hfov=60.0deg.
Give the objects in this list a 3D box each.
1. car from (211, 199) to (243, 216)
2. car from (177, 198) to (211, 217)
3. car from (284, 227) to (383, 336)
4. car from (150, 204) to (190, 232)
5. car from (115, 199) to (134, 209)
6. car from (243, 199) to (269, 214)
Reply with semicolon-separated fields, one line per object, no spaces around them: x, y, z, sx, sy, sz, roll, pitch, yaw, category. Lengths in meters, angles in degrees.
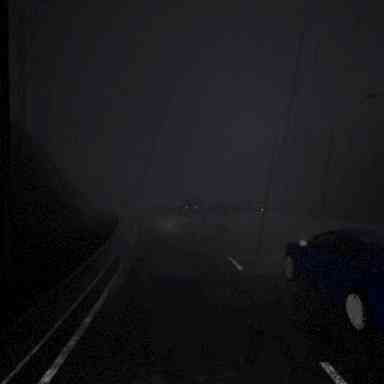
2.946;1.467;32.749;1.882;1.535;5.008;0;0;-14;car
-0.182;1.374;30.712;2.097;1.767;4.553;-1;0;-14;car
3.415;1.445;6.698;1.882;1.535;5.008;0;0;-3;car
-1.582;1.632;20.589;1.895;1.301;4.718;-1;0;-10;car
-9.732;1.701;47.879;1.994;1.385;4.181;-1;0;-23;car
6.151;1.460;34.332;1.837;1.490;4.892;0;0;-15;car
